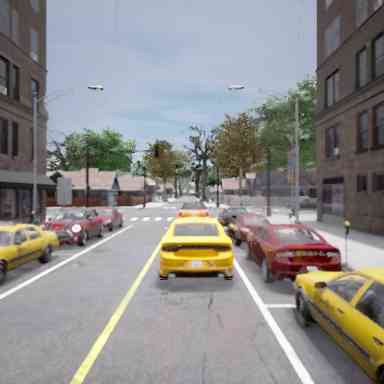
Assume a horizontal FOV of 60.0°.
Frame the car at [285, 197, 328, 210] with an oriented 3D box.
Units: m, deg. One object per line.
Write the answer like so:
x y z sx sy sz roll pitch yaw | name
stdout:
14.869 1.491 43.567 4.902 1.511 2.128 0 0 0 | car

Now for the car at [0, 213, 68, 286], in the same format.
-5.381 1.546 9.400 1.752 1.417 4.829 0 0 0 | car

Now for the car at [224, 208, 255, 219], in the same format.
2.649 1.615 15.084 1.802 1.307 4.206 0 0 0 | car

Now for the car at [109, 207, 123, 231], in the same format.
-5.371 1.628 20.608 1.802 1.307 4.206 0 0 0 | car

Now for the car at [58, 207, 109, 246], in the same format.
-5.376 1.473 15.089 1.967 1.590 4.097 0 0 0 | car

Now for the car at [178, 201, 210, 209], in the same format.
0.117 1.401 22.013 2.097 1.767 4.553 0 0 0 | car

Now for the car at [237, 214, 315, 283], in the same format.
2.645 1.565 9.566 1.887 1.381 4.507 0 0 0 | car

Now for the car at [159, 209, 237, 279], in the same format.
0.107 1.500 10.113 1.882 1.535 5.008 0 0 0 | car

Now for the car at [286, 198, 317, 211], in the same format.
14.291 1.522 40.308 4.674 1.442 1.812 0 0 2 | car

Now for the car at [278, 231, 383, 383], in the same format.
2.640 1.534 4.218 1.752 1.417 4.829 0 0 0 | car
